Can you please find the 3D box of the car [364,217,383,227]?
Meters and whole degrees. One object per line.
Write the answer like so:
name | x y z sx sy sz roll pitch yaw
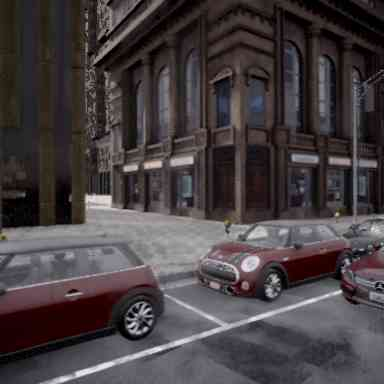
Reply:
car | 6.720 1.545 11.452 4.403 1.369 2.008 0 0 -36

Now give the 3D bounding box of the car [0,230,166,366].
car | -2.511 1.440 4.864 4.097 1.590 1.967 0 0 -36

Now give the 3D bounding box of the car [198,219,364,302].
car | 2.104 1.436 8.159 4.097 1.590 1.967 0 0 -36

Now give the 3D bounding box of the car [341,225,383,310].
car | 5.044 1.521 6.952 4.674 1.442 1.812 0 0 -36
